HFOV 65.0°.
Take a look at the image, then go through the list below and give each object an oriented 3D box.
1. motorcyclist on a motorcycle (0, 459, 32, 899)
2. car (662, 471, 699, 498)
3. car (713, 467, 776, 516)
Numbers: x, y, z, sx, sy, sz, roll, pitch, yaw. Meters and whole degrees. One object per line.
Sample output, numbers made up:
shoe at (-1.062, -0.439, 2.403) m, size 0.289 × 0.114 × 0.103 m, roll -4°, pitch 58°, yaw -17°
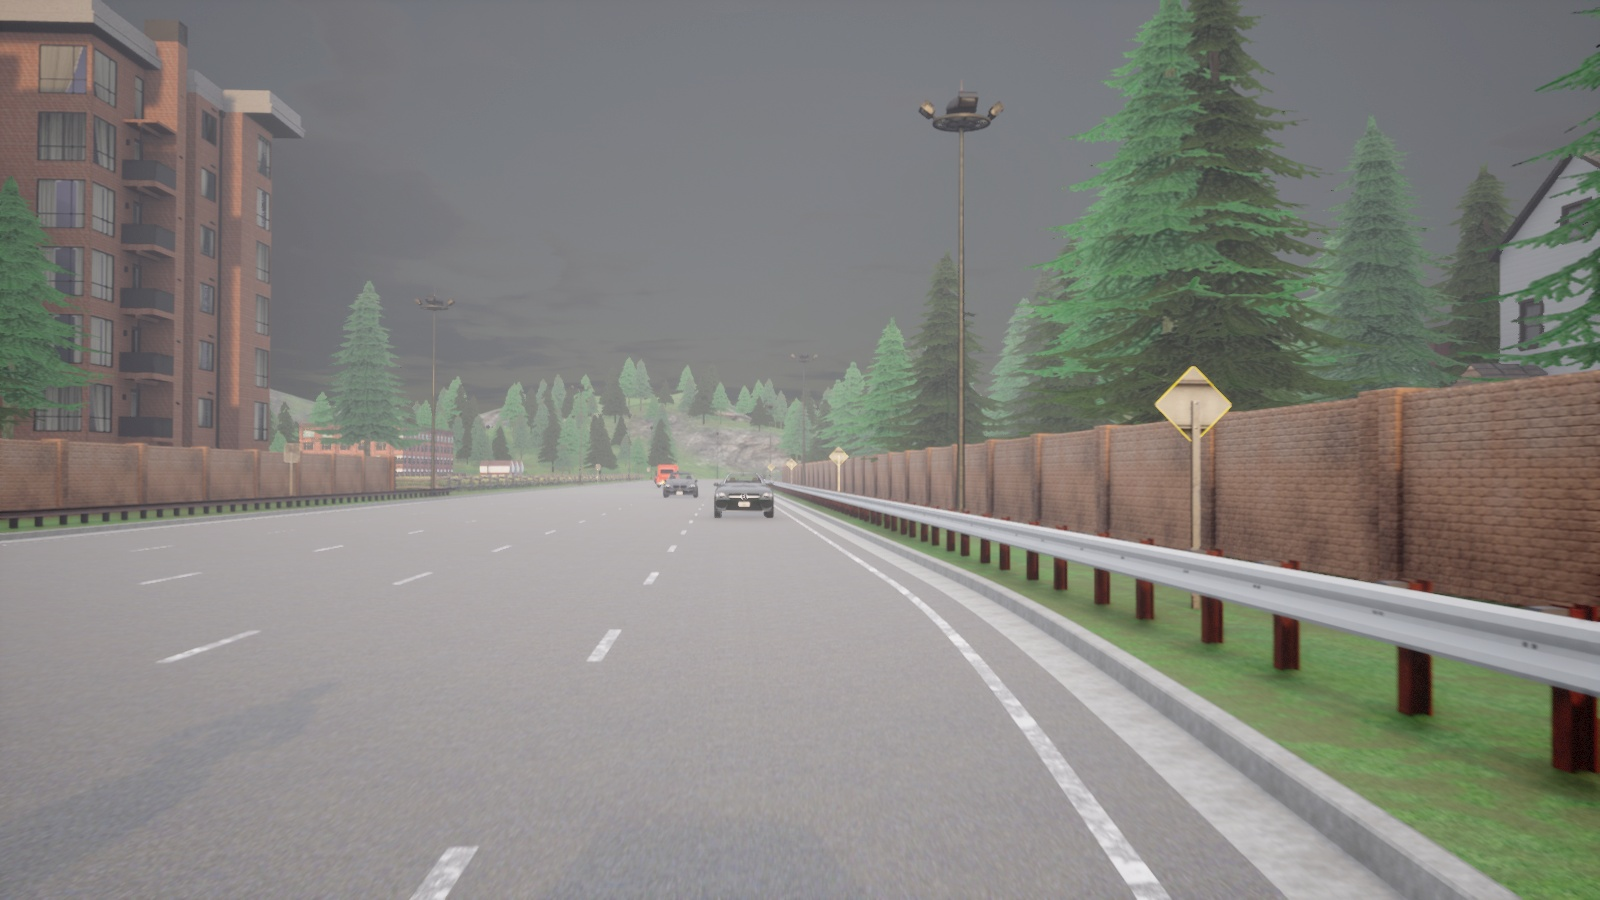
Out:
motorcyclist on a motorcycle at (-3.021, 0.841, 3.223) m, size 0.766 × 1.649 × 2.350 m, roll 0°, pitch -1°, yaw -3°
car at (-7.683, 2.210, 81.193) m, size 2.242 × 1.667 × 4.611 m, roll 0°, pitch -1°, yaw -3°
car at (-2.039, 1.453, 45.442) m, size 2.152 × 1.651 × 5.027 m, roll 0°, pitch -1°, yaw -3°
